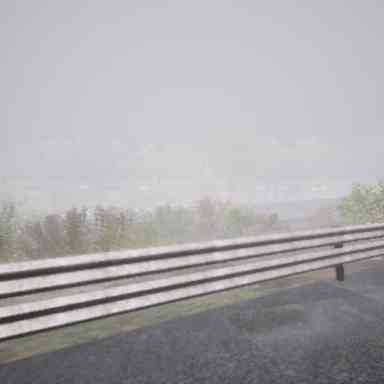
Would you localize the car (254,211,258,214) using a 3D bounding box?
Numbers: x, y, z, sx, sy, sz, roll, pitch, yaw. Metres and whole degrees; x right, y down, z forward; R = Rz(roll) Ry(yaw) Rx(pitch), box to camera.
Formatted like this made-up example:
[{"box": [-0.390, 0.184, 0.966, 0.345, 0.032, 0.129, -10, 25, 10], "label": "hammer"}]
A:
[{"box": [10.855, 4.045, 56.666, 4.553, 1.767, 2.097, -4, 3, -20], "label": "car"}]

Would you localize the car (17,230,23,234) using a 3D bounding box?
[{"box": [-25.730, 6.466, 50.450, 4.718, 1.301, 1.895, -4, 3, -21], "label": "car"}]
